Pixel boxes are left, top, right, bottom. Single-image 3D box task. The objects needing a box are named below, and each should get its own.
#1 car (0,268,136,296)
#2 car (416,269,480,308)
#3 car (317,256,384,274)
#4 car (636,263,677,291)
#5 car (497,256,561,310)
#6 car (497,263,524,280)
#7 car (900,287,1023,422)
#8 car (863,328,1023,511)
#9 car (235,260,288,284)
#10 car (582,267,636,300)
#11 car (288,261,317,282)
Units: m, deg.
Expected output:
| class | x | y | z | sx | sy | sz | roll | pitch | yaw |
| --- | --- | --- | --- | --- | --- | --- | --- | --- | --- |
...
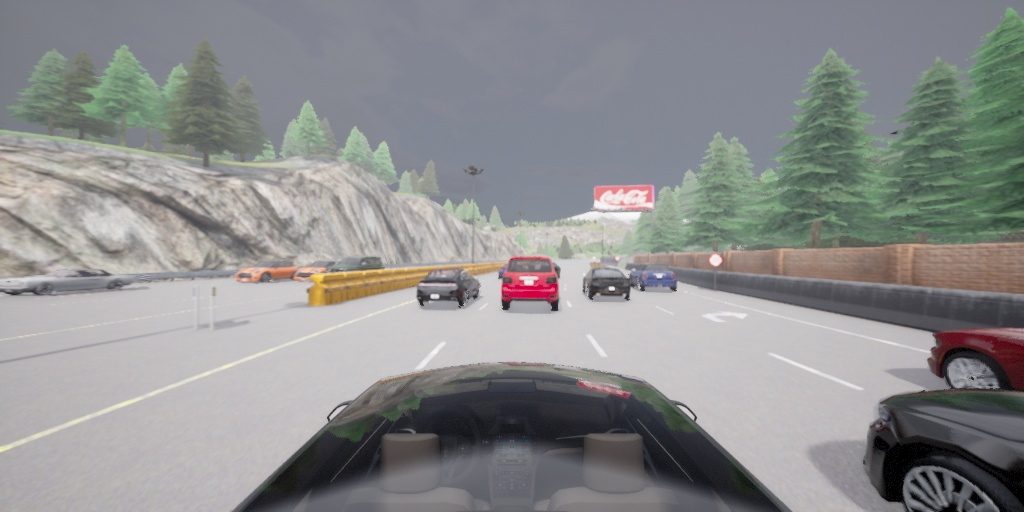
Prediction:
| class | x | y | z | sx | sy | sz | roll | pitch | yaw |
| --- | --- | --- | --- | --- | --- | --- | --- | --- | --- |
| car | -23.566 | 1.349 | 19.146 | 1.895 | 1.301 | 4.718 | 0 | 0 | 6 |
| car | -2.615 | 1.292 | 15.627 | 2.128 | 1.511 | 4.902 | 0 | 0 | 5 |
| car | -11.908 | 1.044 | 27.504 | 2.150 | 2.045 | 5.566 | 0 | 0 | 8 |
| car | 8.905 | 1.222 | 23.022 | 2.097 | 1.767 | 4.553 | 0 | 0 | 8 |
| car | 0.850 | 1.031 | 15.164 | 2.150 | 2.045 | 5.566 | 0 | 0 | 6 |
| car | -0.085 | 1.411 | 33.646 | 1.812 | 1.442 | 4.674 | 0 | 0 | 9 |
| car | 7.184 | 1.258 | 3.281 | 1.882 | 1.535 | 5.008 | 0 | 0 | 1 |
| car | 3.665 | 1.250 | 0.757 | 2.128 | 1.511 | 4.902 | 0 | 0 | 0 |
| car | -18.897 | 1.152 | 27.947 | 2.097 | 1.767 | 4.553 | 0 | 0 | 9 |
| car | 4.722 | 1.314 | 18.435 | 1.882 | 1.535 | 5.008 | 0 | 0 | 6 |
| car | -15.209 | 1.168 | 28.951 | 2.097 | 1.767 | 4.553 | 0 | 0 | 9 |
